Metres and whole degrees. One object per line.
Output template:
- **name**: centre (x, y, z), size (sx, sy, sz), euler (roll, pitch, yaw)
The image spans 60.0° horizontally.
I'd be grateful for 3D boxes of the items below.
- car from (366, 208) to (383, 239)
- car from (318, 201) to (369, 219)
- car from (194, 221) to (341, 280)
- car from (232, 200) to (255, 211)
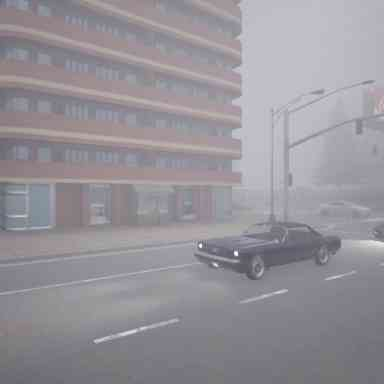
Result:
- **car**: centre (10.500, 1.563, 15.914), size (4.181, 1.385, 1.994), euler (0, 0, -36)
- **car**: centre (13.636, 1.526, 29.815), size (1.812, 1.442, 4.674), euler (0, 0, -37)
- **car**: centre (2.398, 1.601, 10.053), size (4.718, 1.301, 1.895), euler (0, 0, -36)
- **car**: centre (5.472, 1.601, 40.793), size (1.895, 1.301, 4.718), euler (0, 0, -36)
